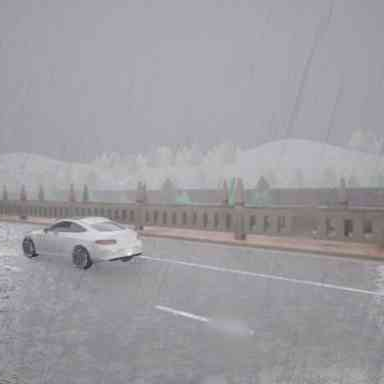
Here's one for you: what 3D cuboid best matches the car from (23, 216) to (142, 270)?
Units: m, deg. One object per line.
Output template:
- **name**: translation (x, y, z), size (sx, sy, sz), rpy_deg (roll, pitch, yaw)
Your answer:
- **car**: translation (-3.692, 1.531, 10.977), size (4.674, 1.442, 1.812), rpy_deg (0, 0, 36)
